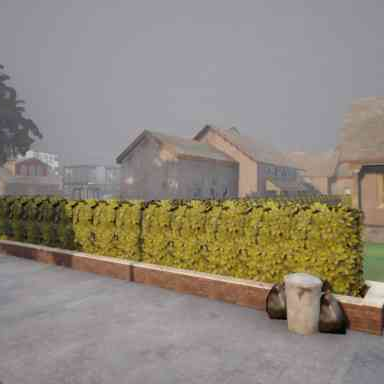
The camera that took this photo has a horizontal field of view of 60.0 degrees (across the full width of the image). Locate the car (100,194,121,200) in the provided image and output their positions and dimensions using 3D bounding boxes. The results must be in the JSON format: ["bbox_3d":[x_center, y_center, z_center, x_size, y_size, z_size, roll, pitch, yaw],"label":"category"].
[{"bbox_3d":[-10.342,1.222,43.327,2.150,2.045,5.566,0,0,36],"label":"car"}]
